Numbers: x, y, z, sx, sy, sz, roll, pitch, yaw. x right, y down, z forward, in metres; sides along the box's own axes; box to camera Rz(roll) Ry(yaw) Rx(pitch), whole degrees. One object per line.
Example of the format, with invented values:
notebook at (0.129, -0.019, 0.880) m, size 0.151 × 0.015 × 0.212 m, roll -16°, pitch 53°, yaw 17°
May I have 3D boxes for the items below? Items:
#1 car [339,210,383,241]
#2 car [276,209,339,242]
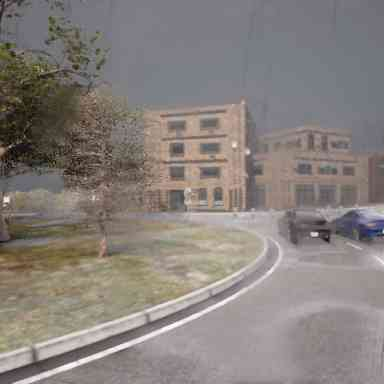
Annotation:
car at (8.854, 1.640, 17.268) m, size 1.812 × 1.442 × 4.674 m, roll 0°, pitch -1°, yaw 3°
car at (5.606, 1.643, 17.141) m, size 1.837 × 1.490 × 4.892 m, roll 0°, pitch -1°, yaw 4°
